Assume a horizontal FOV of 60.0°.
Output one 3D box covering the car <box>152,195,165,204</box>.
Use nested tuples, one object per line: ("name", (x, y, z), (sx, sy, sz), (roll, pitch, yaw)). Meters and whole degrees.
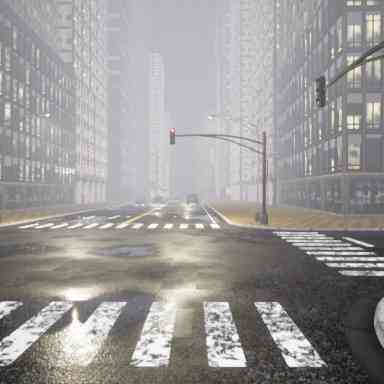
("car", (-6.403, 1.467, 64.340), (2.097, 1.767, 4.553), (0, 0, 0))

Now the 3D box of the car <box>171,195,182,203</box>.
("car", (-3.144, 1.494, 70.138), (2.128, 1.511, 4.902), (0, 0, 0))

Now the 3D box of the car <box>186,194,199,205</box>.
("car", (0.091, 1.321, 60.163), (2.150, 2.045, 5.566), (0, 0, 0))

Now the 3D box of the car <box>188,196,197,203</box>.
("car", (0.107, 1.539, 70.550), (1.994, 1.385, 4.181), (0, 0, 0))

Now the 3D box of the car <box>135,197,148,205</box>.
("car", (-9.653, 1.662, 64.314), (2.033, 1.411, 5.357), (0, 0, 0))

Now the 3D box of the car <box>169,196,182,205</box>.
("car", (-3.159, 1.701, 60.167), (1.895, 1.301, 4.718), (0, 0, 0))
